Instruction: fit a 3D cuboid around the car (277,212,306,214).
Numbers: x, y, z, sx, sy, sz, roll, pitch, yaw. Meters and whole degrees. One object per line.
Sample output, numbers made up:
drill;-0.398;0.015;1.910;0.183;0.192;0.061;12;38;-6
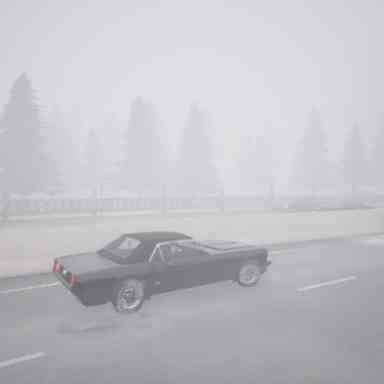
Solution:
car;9.024;1.102;28.640;4.553;1.767;2.097;0;0;-26

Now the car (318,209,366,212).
car;12.014;1.355;26.199;4.718;1.301;1.895;0;0;-26

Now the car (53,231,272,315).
car;-0.453;1.549;7.462;4.718;1.301;1.895;-1;0;-33
